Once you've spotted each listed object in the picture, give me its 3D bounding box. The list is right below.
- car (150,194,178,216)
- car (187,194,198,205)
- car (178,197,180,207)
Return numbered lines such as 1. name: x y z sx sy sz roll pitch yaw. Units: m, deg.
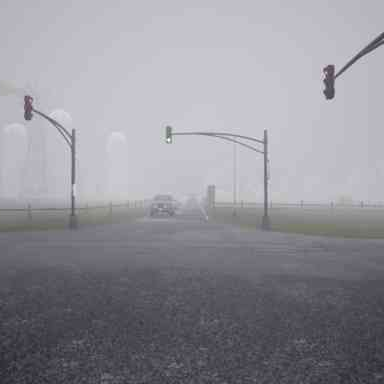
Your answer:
1. car: -2.862 1.260 33.285 2.150 2.045 5.566 0 0 0
2. car: 0.017 1.588 63.178 1.837 1.490 4.892 0 0 0
3. car: -2.844 1.577 43.251 1.812 1.442 4.674 0 0 0
